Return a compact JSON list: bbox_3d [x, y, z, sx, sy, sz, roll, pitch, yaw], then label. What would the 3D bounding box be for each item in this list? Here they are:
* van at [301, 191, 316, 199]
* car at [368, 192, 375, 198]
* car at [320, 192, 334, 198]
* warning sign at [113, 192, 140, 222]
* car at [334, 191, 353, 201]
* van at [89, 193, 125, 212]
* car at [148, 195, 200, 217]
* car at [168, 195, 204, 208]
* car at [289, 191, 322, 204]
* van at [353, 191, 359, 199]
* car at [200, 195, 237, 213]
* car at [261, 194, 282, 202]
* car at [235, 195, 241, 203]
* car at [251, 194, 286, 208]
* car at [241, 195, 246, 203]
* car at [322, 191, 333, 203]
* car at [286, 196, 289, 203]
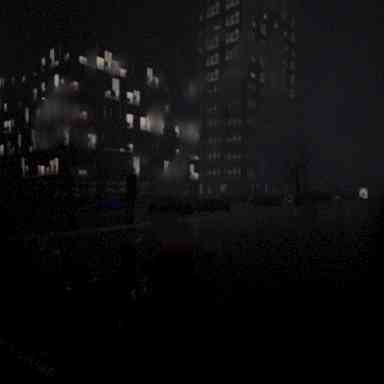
[{"bbox_3d":[25.254,0.622,71.924,1.690,1.788,3.998,1,1,41],"label":"van"},{"bbox_3d":[39.009,0.809,75.089,2.008,1.369,4.403,1,1,41],"label":"car"},{"bbox_3d":[32.663,0.760,80.562,1.947,1.339,4.313,1,1,41],"label":"car"},{"bbox_3d":[-4.166,0.922,21.152,1.300,1.860,1.060,0,0,41],"label":"warning sign"},{"bbox_3d":[28.005,0.912,62.266,1.752,1.417,4.829,1,1,41],"label":"car"},{"bbox_3d":[-8.183,1.016,33.153,1.690,1.788,3.998,1,1,41],"label":"van"},{"bbox_3d":[-1.652,1.180,27.524,1.967,1.590,4.097,1,1,41],"label":"car"},{"bbox_3d":[-0.690,1.132,41.717,1.887,1.381,4.507,1,1,41],"label":"car"},{"bbox_3d":[16.780,0.834,49.184,2.192,1.841,5.009,1,1,41],"label":"car"},{"bbox_3d":[35.306,0.642,70.768,1.690,1.788,3.998,1,1,41],"label":"van"},{"bbox_3d":[2.009,1.261,31.879,1.947,1.339,4.313,1,1,41],"label":"car"},{"bbox_3d":[14.137,0.978,58.977,1.947,1.339,4.313,1,1,41],"label":"car"},{"bbox_3d":[3.949,1.176,43.111,1.895,1.301,4.718,1,1,41],"label":"car"},{"bbox_3d":[9.368,1.189,40.555,1.802,1.307,4.206,1,1,41],"label":"car"},{"bbox_3d":[6.726,1.065,50.343,1.947,1.339,4.313,1,1,41],"label":"car"},{"bbox_3d":[20.485,0.791,53.500,2.192,1.841,5.009,1,1,41],"label":"car"},{"bbox_3d":[16.606,1.078,53.127,1.895,1.301,4.718,1,1,41],"label":"car"}]
